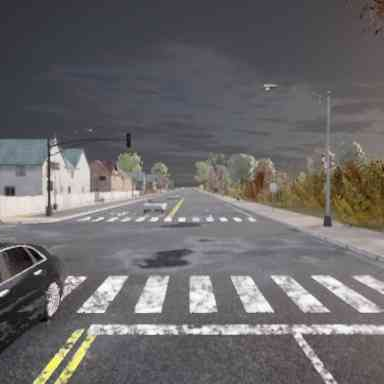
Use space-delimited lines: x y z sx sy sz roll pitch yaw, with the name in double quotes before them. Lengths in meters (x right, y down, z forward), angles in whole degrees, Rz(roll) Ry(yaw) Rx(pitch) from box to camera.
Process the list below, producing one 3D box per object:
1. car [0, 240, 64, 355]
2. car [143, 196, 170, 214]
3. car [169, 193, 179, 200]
"car" -3.264 1.494 4.276 1.837 1.490 4.892 0 1 0
"car" -3.370 1.273 30.754 1.895 1.301 4.718 0 1 0
"car" -3.494 0.875 63.119 1.895 1.301 4.718 0 1 0
